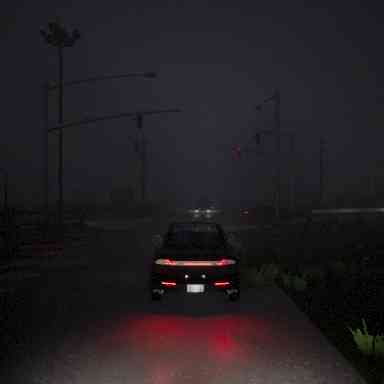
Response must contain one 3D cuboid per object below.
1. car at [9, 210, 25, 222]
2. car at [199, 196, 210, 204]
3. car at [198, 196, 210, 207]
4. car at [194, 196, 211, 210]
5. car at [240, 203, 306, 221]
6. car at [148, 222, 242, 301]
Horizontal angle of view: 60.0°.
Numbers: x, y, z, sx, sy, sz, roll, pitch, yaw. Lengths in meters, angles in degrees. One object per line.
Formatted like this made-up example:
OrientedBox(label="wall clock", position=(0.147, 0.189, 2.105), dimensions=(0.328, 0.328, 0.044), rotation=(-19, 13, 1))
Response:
OrientedBox(label="car", position=(-14.803, 1.601, 24.064), dimensions=(4.718, 1.301, 1.895), rotation=(0, 0, 0))
OrientedBox(label="car", position=(2.435, 1.529, 62.049), dimensions=(1.994, 1.385, 4.181), rotation=(0, 0, 3))
OrientedBox(label="car", position=(1.902, 1.442, 52.107), dimensions=(1.882, 1.535, 5.008), rotation=(0, 0, 3))
OrientedBox(label="car", position=(1.429, 1.491, 42.899), dimensions=(1.812, 1.442, 4.674), rotation=(0, 0, 3))
OrientedBox(label="car", position=(5.704, 1.523, 23.347), dimensions=(4.674, 1.442, 1.812), rotation=(0, 0, 3))
OrientedBox(label="car", position=(0.080, 1.491, 8.314), dimensions=(2.128, 1.511, 4.902), rotation=(0, 0, 0))
